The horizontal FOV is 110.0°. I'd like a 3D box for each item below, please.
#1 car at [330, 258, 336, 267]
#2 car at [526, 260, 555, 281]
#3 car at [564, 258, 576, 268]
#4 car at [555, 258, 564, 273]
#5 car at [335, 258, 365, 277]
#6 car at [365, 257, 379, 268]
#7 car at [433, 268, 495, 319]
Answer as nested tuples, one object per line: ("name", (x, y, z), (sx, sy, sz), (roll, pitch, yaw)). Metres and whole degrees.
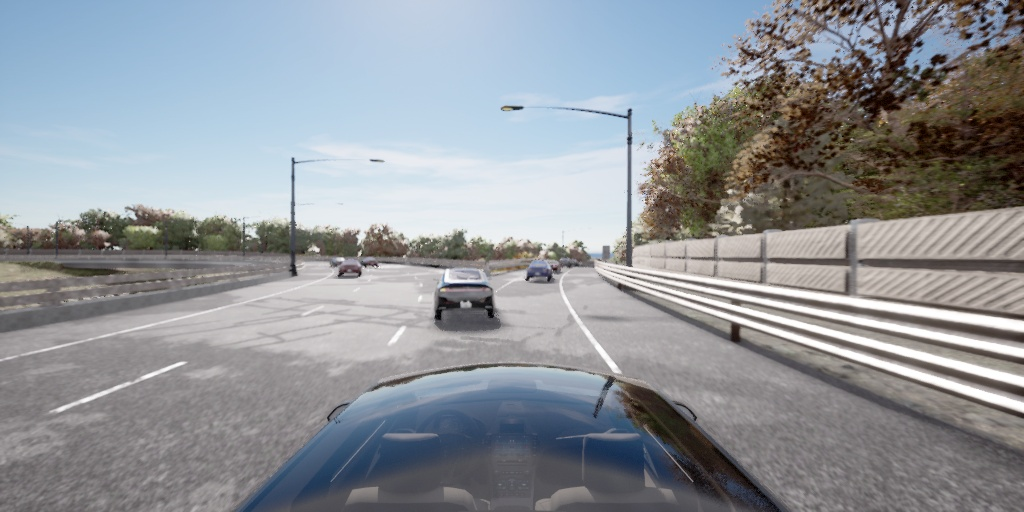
("car", (-26.114, 0.937, 53.930), (2.033, 1.411, 5.357), (0, 0, -35))
("car", (2.198, 1.117, 28.234), (1.812, 1.442, 4.674), (0, 0, 9))
("car", (8.280, 1.026, 55.344), (2.128, 1.511, 4.902), (0, -1, 14))
("car", (4.328, 1.127, 39.511), (1.895, 1.301, 4.718), (0, 0, 13))
("car", (-14.646, 1.064, 32.610), (1.812, 1.442, 4.674), (0, 0, -21))
("car", (-20.719, 0.936, 52.019), (1.812, 1.442, 4.674), (0, 0, -32))
("car", (-1.725, 1.172, 12.613), (2.128, 1.511, 4.902), (0, 0, -10))
